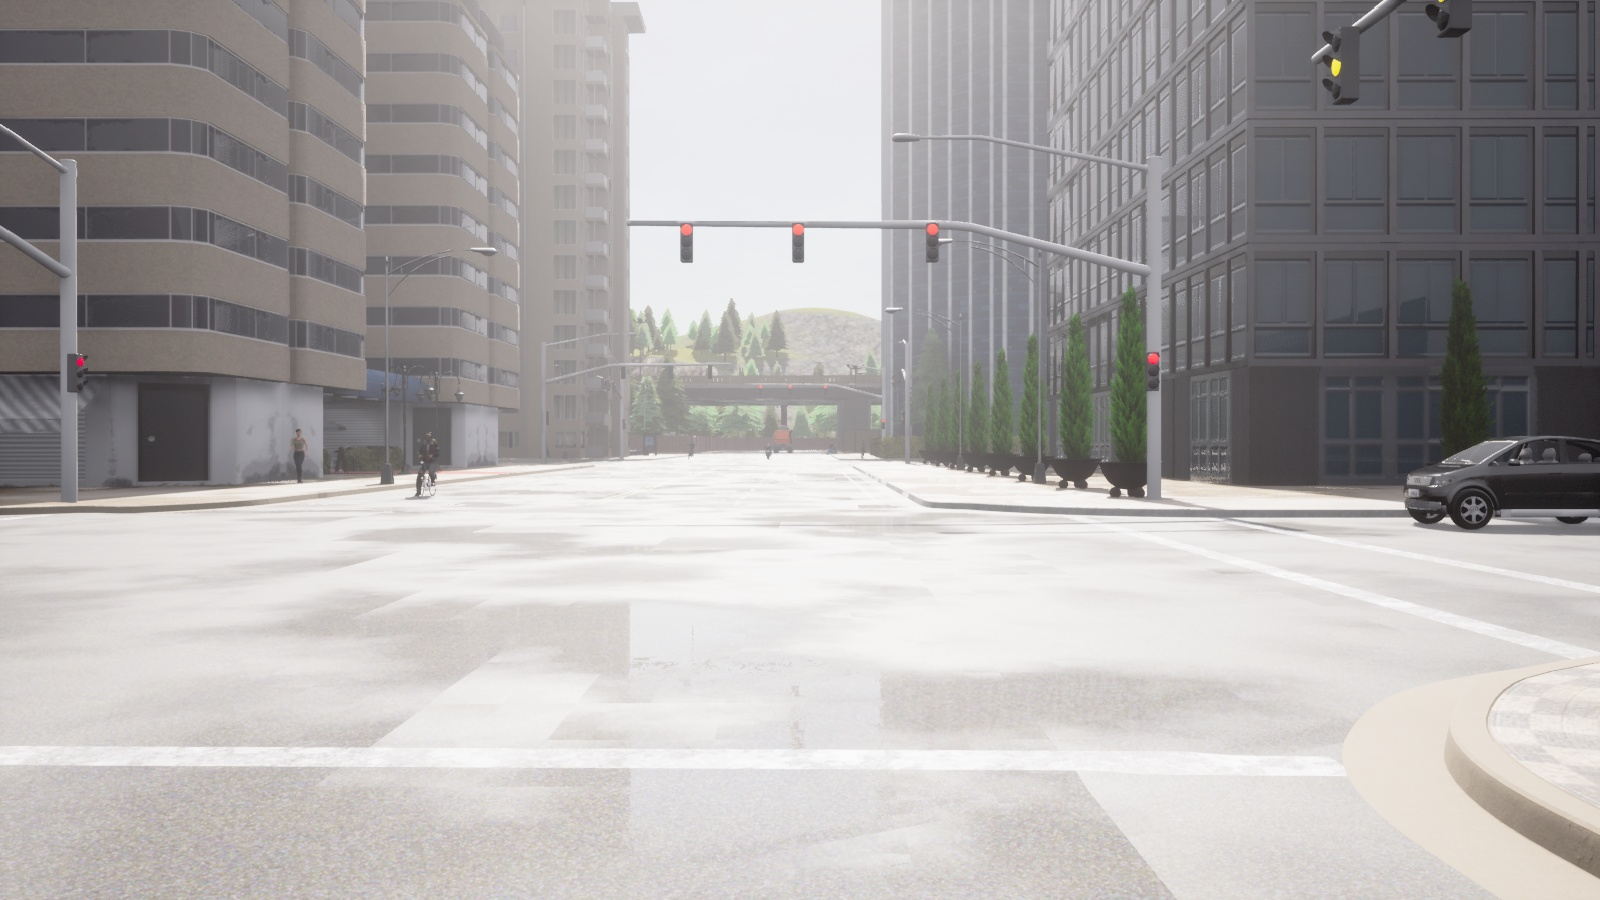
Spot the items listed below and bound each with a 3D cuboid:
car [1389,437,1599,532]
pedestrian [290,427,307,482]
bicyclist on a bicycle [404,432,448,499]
[{"bbox_3d":[12.269,0.559,21.319,3.705,1.549,1.789,0,0,1],"label":"car"},{"bbox_3d":[-16.800,0.154,42.092,0.345,1.836,0.594,0,0,-1],"label":"pedestrian"},{"bbox_3d":[-10.291,0.413,34.589,0.659,1.776,1.843,0,0,0],"label":"bicyclist on a bicycle"}]
